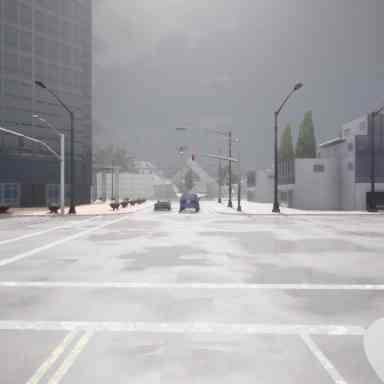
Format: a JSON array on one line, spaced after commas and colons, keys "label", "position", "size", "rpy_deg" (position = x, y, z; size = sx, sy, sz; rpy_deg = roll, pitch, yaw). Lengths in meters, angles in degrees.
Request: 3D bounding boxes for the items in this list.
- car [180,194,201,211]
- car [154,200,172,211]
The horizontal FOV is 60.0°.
[{"label": "car", "position": [-0.194, 1.222, 40.109], "size": [2.150, 2.045, 5.566], "rpy_deg": [0, 0, 4]}, {"label": "car", "position": [-3.614, 1.601, 41.604], "size": [1.895, 1.301, 4.718], "rpy_deg": [0, 0, 0]}]
